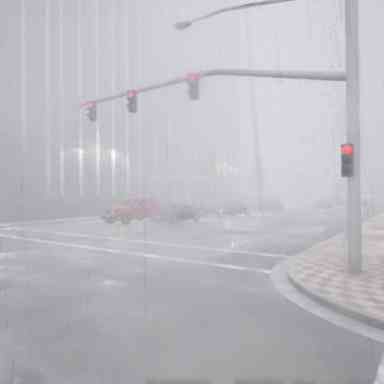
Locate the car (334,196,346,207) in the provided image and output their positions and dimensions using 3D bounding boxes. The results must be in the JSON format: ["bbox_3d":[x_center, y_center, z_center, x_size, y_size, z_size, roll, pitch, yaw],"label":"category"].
[{"bbox_3d":[24.611,1.502,56.319,2.097,1.767,4.553,-1,0,35],"label":"car"}]

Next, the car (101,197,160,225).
[{"bbox_3d":[-4.685,1.449,26.894,2.150,2.045,5.566,-1,0,35],"label":"car"}]

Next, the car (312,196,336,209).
[{"bbox_3d":[18.893,1.712,48.117,1.994,1.385,4.181,-1,0,35],"label":"car"}]

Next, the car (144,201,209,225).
[{"bbox_3d":[-1.088,1.678,25.940,2.128,1.511,4.902,-1,0,35],"label":"car"}]

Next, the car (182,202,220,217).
[{"bbox_3d":[1.028,1.793,35.075,1.994,1.385,4.181,-1,0,35],"label":"car"}]

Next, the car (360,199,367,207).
[{"bbox_3d":[26.856,1.709,53.411,1.895,1.301,4.718,-1,0,34],"label":"car"}]

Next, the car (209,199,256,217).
[{"bbox_3d":[4.128,1.680,33.409,2.128,1.511,4.902,-1,0,35],"label":"car"}]

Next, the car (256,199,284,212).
[{"bbox_3d":[9.944,1.681,41.724,2.128,1.511,4.902,-1,0,35],"label":"car"}]

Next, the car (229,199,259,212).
[{"bbox_3d":[6.862,1.708,43.425,1.882,1.535,5.008,-1,0,35],"label":"car"}]
